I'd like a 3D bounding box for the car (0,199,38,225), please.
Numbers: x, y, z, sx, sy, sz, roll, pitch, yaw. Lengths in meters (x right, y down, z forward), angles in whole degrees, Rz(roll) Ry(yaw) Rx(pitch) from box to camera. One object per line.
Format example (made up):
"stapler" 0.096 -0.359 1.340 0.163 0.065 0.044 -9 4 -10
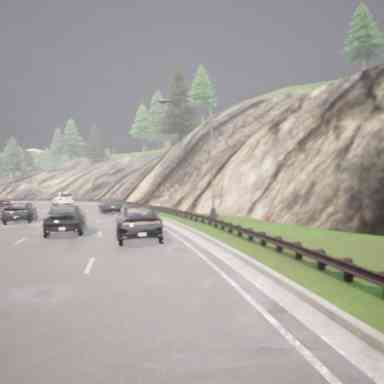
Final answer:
"car" -12.714 1.514 24.805 2.128 1.511 4.902 -2 1 -19

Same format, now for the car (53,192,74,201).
"car" -18.210 1.098 47.128 2.150 2.045 5.566 -1 0 -31

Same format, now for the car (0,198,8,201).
"car" -26.401 1.622 46.310 1.837 1.490 4.892 0 0 -35

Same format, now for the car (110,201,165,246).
"car" -2.406 1.359 14.776 2.128 1.511 4.902 -2 1 -13

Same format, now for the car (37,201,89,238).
"car" -6.699 1.452 17.815 1.837 1.490 4.892 -1 1 -15

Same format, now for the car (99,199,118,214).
"car" -8.070 1.348 32.864 1.994 1.385 4.181 -2 1 -21
